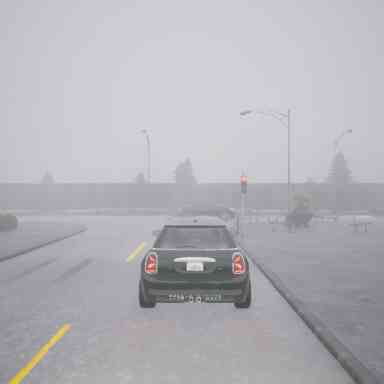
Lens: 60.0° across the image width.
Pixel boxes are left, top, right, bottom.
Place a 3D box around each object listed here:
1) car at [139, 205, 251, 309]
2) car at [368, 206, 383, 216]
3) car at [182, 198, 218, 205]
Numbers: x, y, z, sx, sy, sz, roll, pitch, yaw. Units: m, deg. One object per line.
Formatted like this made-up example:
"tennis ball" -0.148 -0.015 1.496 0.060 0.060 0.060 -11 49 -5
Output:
"car" 0.075 1.352 8.061 2.097 1.767 4.553 0 0 1
"car" 19.316 1.547 30.640 5.357 1.411 2.033 0 0 0
"car" 1.217 1.352 26.472 4.553 1.767 2.097 0 0 0
